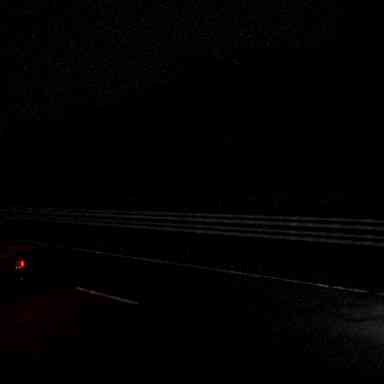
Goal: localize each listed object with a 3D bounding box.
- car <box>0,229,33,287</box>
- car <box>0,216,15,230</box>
[{"bbox_3d":[-6.093,1.689,8.337,4.718,1.301,1.895,-1,0,35],"label":"car"},{"bbox_3d":[-10.300,1.636,15.632,5.008,1.535,1.882,-1,0,35],"label":"car"}]
